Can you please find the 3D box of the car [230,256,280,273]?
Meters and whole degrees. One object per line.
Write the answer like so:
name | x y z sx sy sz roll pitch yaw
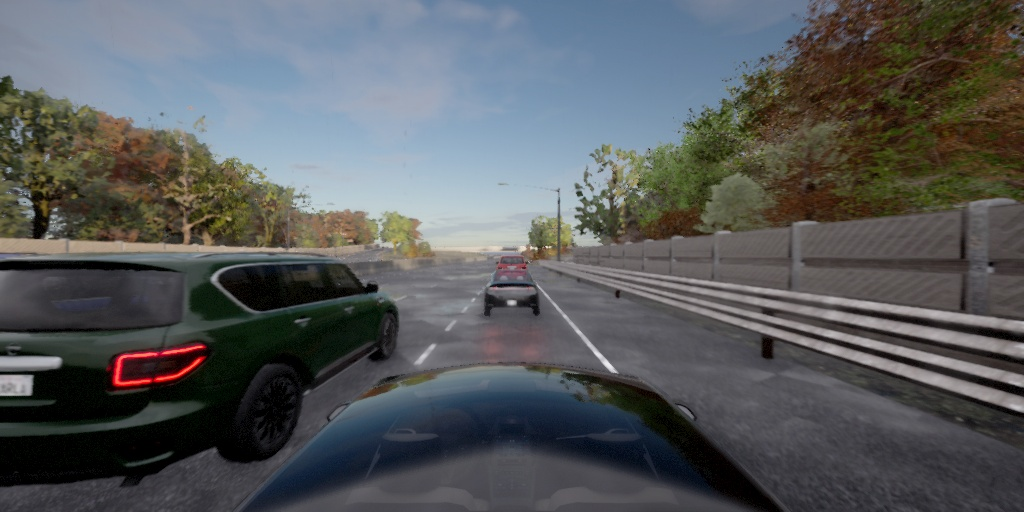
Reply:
car | -31.550 0.993 44.333 2.150 2.045 5.566 0 0 1

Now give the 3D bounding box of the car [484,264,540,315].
car | 0.000 1.237 13.484 2.128 1.511 4.902 0 0 0

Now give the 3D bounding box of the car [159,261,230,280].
car | -28.058 1.235 31.963 1.882 1.535 5.008 0 0 0

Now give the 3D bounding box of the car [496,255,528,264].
car | 0.000 0.972 26.193 2.150 2.045 5.566 0 0 0

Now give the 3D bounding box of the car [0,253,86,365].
car | -10.401 0.970 5.066 2.150 2.045 5.566 0 0 0

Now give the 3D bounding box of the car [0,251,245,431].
car | -6.902 0.970 5.052 2.150 2.045 5.566 0 0 0

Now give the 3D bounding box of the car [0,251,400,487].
car | -3.401 0.970 5.114 2.150 2.045 5.566 0 0 0
